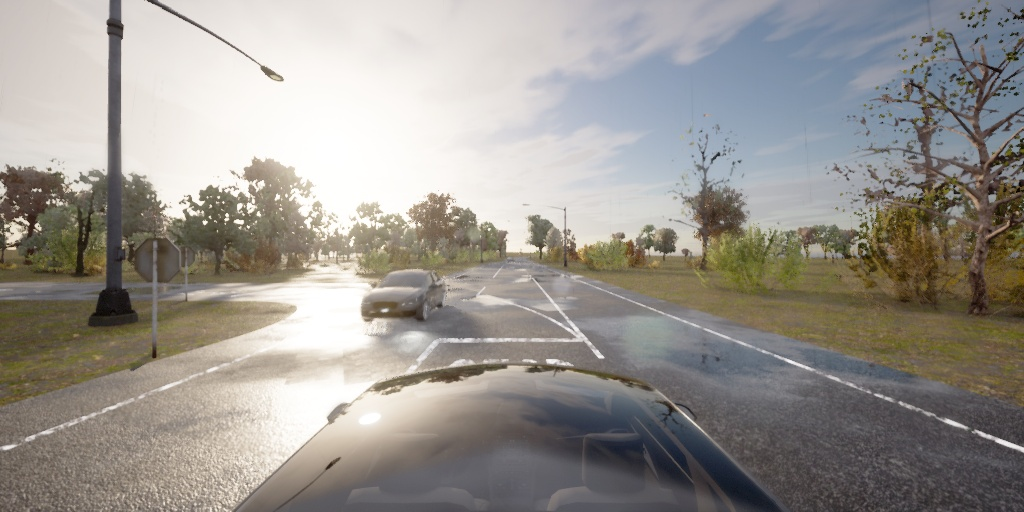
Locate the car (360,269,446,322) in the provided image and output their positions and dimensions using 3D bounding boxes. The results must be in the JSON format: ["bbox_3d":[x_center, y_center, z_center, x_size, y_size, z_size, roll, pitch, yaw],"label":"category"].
[{"bbox_3d":[-3.500,1.241,12.305,1.837,1.490,4.892,0,0,0],"label":"car"}]
